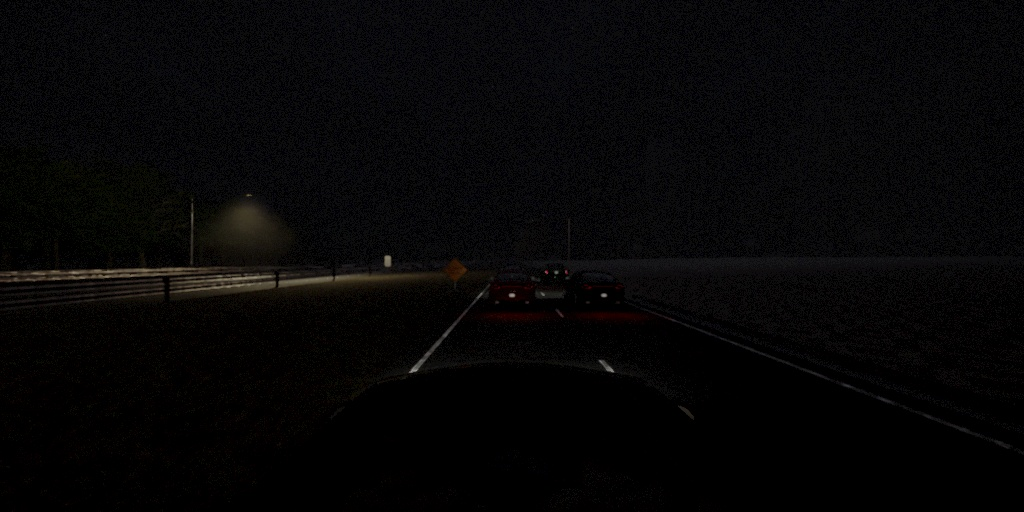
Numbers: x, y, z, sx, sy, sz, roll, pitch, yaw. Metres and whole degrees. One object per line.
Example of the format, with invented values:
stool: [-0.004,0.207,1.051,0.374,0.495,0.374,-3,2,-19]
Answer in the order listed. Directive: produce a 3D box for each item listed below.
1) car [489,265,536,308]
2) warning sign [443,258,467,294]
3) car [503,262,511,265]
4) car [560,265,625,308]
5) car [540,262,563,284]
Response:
car: [0.030,1.359,16.102,1.882,1.535,5.008,0,0,1]
warning sign: [-3.052,1.025,19.154,1.300,1.860,1.060,0,0,0]
car: [0.027,1.495,31.088,1.882,1.535,5.008,0,0,1]
car: [3.531,1.360,16.120,1.882,1.535,5.008,0,0,1]
car: [3.521,1.362,30.282,2.097,1.767,4.553,0,-1,1]
